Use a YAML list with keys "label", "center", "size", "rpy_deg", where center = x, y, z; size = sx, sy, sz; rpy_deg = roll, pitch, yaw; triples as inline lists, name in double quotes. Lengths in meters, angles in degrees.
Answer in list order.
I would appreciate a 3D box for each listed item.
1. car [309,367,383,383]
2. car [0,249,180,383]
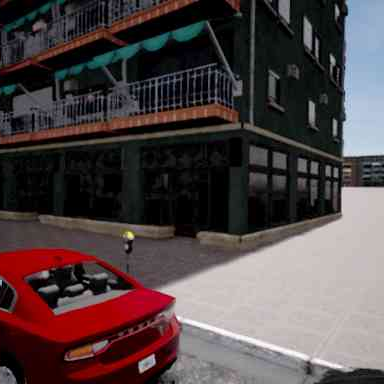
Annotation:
- label: "car"
  center: [2.348, 1.595, 1.206]
  size: [4.313, 1.339, 1.947]
  rpy_deg: [2, 1, 35]
- label: "car"
  center: [-2.244, 1.450, 4.470]
  size: [4.507, 1.381, 1.887]
  rpy_deg: [2, 1, 35]
